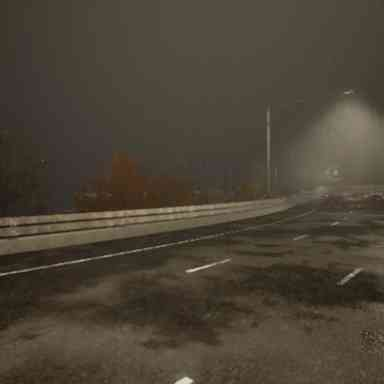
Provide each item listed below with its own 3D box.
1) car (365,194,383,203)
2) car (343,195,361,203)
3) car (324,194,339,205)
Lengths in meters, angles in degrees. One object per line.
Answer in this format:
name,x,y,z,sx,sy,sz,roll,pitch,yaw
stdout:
car,28.280,1.027,51.378,1.994,1.385,4.181,0,0,15
car,24.898,1.072,51.889,1.895,1.301,4.718,0,0,15
car,19.777,1.055,47.194,1.812,1.442,4.674,0,1,18
